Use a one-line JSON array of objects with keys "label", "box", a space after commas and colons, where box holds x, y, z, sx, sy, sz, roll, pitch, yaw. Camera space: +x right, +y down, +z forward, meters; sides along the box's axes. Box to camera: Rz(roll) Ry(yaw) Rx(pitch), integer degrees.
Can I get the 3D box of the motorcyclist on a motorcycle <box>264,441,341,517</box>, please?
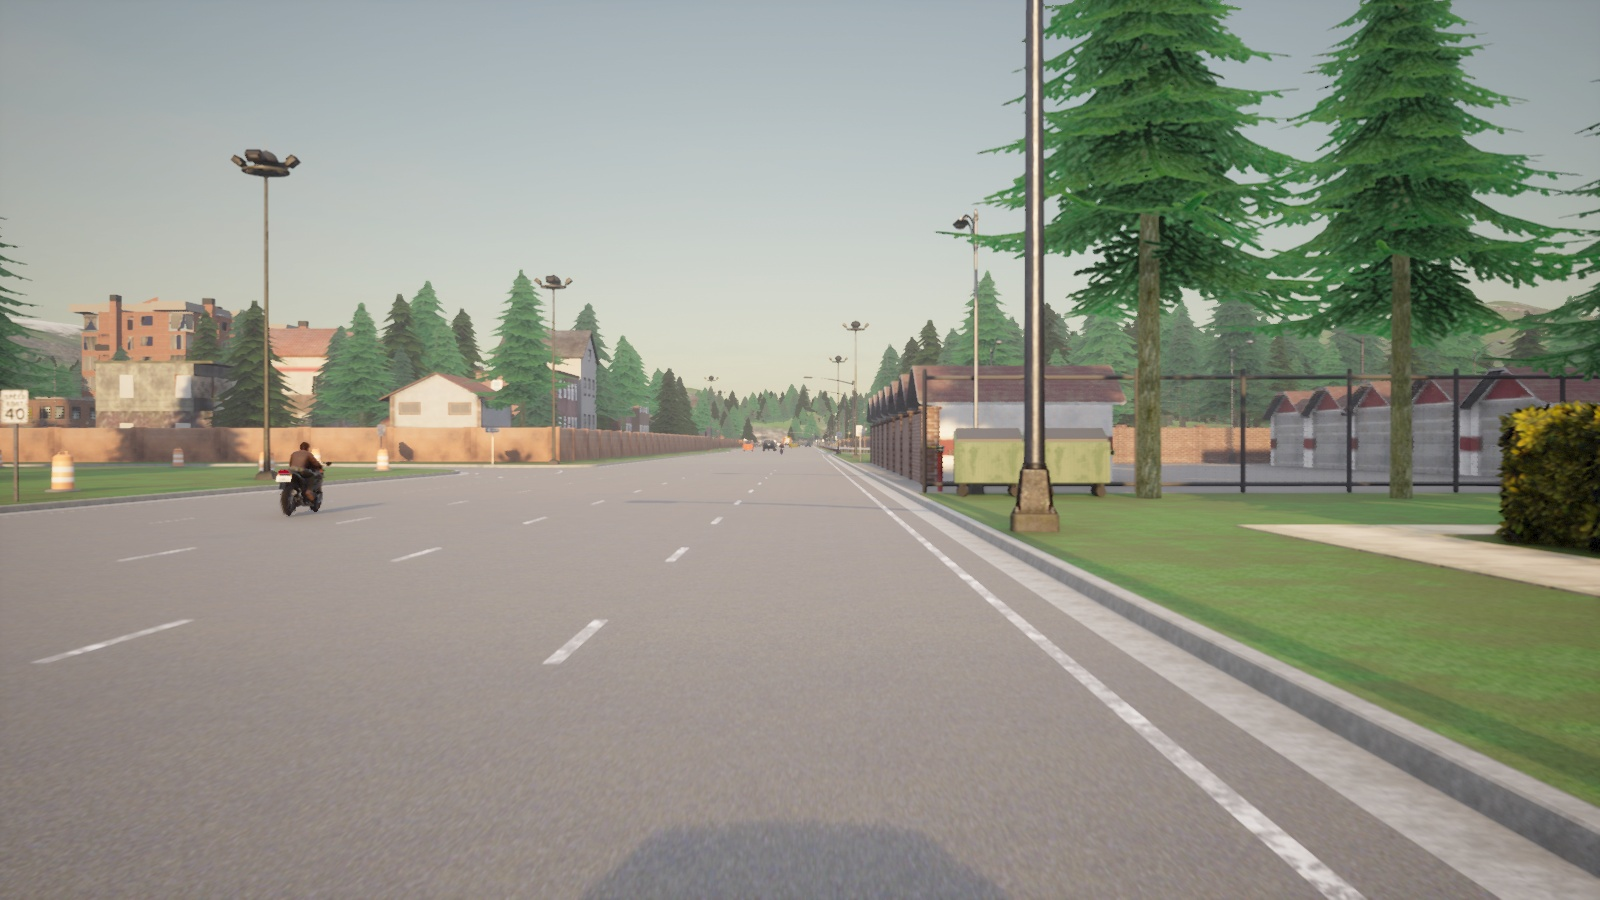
[{"label": "motorcyclist on a motorcycle", "box": [-10.336, 0.573, 26.163, 0.797, 1.523, 2.044, 0, 0, 0]}]
